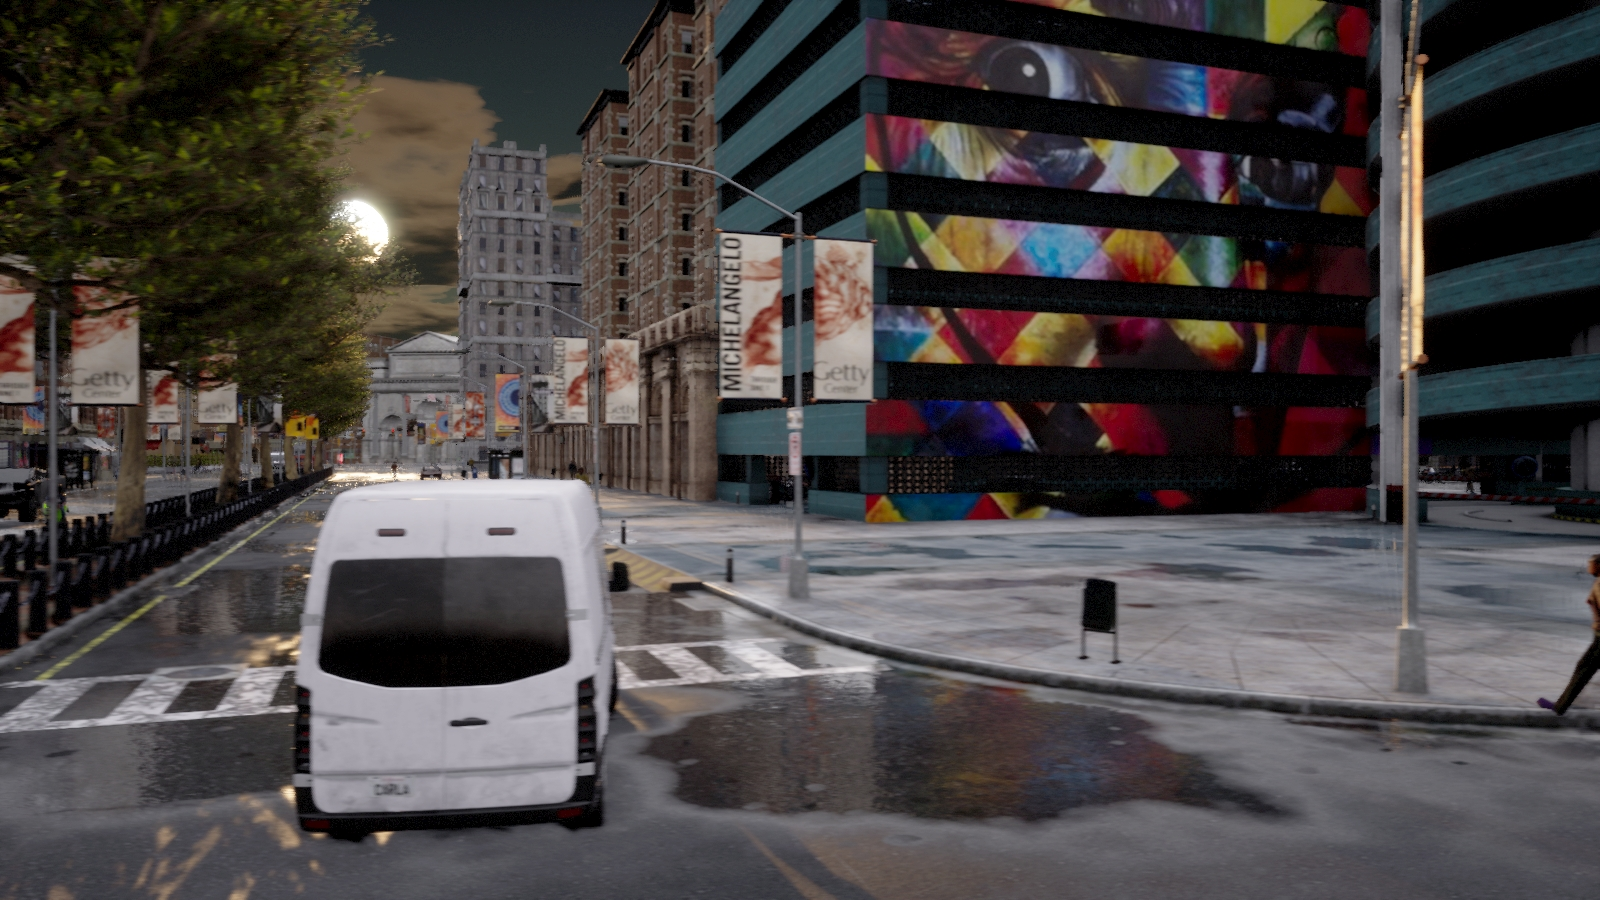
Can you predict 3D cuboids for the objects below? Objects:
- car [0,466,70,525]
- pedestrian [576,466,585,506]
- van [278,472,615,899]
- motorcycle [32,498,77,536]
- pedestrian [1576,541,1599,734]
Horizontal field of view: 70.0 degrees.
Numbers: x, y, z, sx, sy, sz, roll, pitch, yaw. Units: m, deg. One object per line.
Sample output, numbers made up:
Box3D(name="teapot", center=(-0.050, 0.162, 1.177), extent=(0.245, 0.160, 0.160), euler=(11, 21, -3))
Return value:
Box3D(name="car", center=(-31.330, 1.751, 45.599), extent=(2.390, 2.098, 6.274), euler=(0, 0, -20))
Box3D(name="pedestrian", center=(-10.301, 1.697, 53.620), extent=(0.375, 1.860, 0.375), euler=(0, 0, -19))
Box3D(name="van", center=(-2.709, 1.535, 10.218), extent=(1.988, 2.561, 5.915), euler=(0, 0, -8))
Box3D(name="motorcycle", center=(-24.827, 2.211, 38.075), extent=(0.803, 1.145, 2.033), euler=(0, 0, -20))
Box3D(name="pedestrian", center=(7.966, 1.848, 11.277), extent=(0.375, 1.860, 0.375), euler=(0, 0, -26))
